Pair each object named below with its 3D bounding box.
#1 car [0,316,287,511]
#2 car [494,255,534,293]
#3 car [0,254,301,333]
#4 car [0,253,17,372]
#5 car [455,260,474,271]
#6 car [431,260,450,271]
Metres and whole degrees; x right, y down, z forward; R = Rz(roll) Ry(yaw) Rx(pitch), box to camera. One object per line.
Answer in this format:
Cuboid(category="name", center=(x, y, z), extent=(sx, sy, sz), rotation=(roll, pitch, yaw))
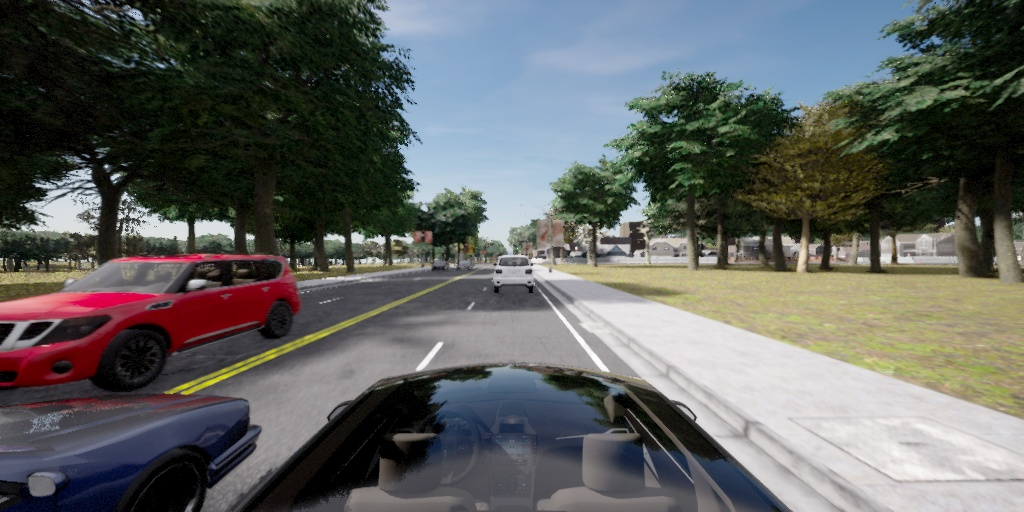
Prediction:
Cuboid(category="car", center=(-3.151, 1.298, 0.691), extent=(2.033, 1.411, 5.357), rotation=(0, 0, 0))
Cuboid(category="car", center=(0.097, 0.976, 21.051), extent=(2.150, 2.045, 5.566), rotation=(0, 0, 0))
Cuboid(category="car", center=(-6.602, 0.970, 7.089), extent=(2.150, 2.045, 5.566), rotation=(0, 0, 0))
Cuboid(category="car", center=(-9.852, 0.970, 3.577), extent=(2.150, 2.045, 5.566), rotation=(0, 0, 0))
Cuboid(category="car", center=(-6.508, 1.263, 49.391), extent=(1.812, 1.442, 4.674), rotation=(0, 0, 0))
Cuboid(category="car", center=(-9.758, 1.354, 49.365), extent=(1.837, 1.490, 4.892), rotation=(0, 0, 0))
